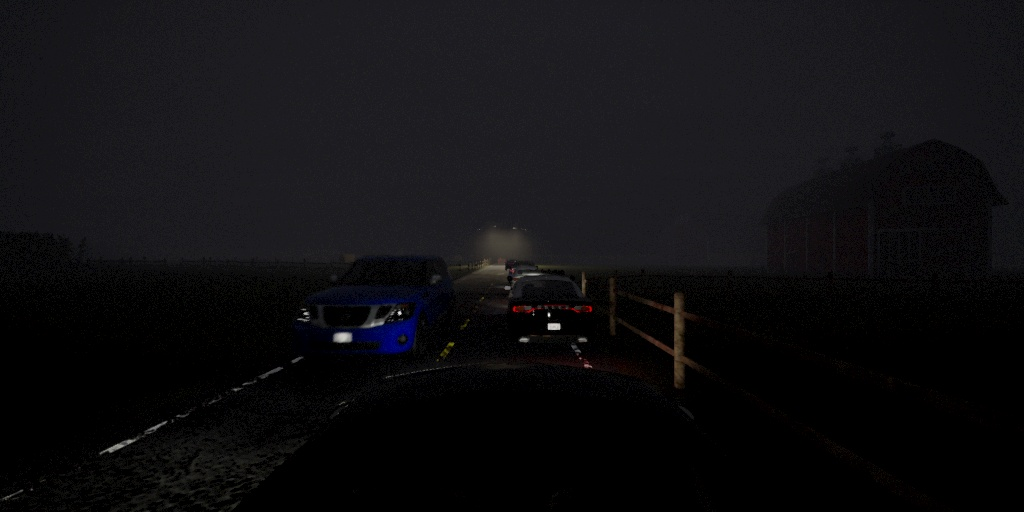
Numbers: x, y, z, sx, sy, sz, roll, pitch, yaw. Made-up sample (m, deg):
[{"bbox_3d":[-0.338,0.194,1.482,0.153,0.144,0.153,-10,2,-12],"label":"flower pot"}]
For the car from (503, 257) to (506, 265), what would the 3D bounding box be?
[{"bbox_3d":[0.030,1.220,49.769,1.882,1.535,5.008,0,0,0],"label":"car"}]

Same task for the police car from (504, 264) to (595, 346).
[{"bbox_3d":[0.820,1.174,9.587,1.930,1.638,5.238,0,0,0],"label":"police car"}]

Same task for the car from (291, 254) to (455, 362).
[{"bbox_3d":[-2.753,0.971,8.591,2.150,2.045,5.566,0,0,0],"label":"car"}]

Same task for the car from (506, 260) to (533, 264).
[{"bbox_3d":[0.811,1.099,25.447,2.097,1.767,4.553,0,0,0],"label":"car"}]
